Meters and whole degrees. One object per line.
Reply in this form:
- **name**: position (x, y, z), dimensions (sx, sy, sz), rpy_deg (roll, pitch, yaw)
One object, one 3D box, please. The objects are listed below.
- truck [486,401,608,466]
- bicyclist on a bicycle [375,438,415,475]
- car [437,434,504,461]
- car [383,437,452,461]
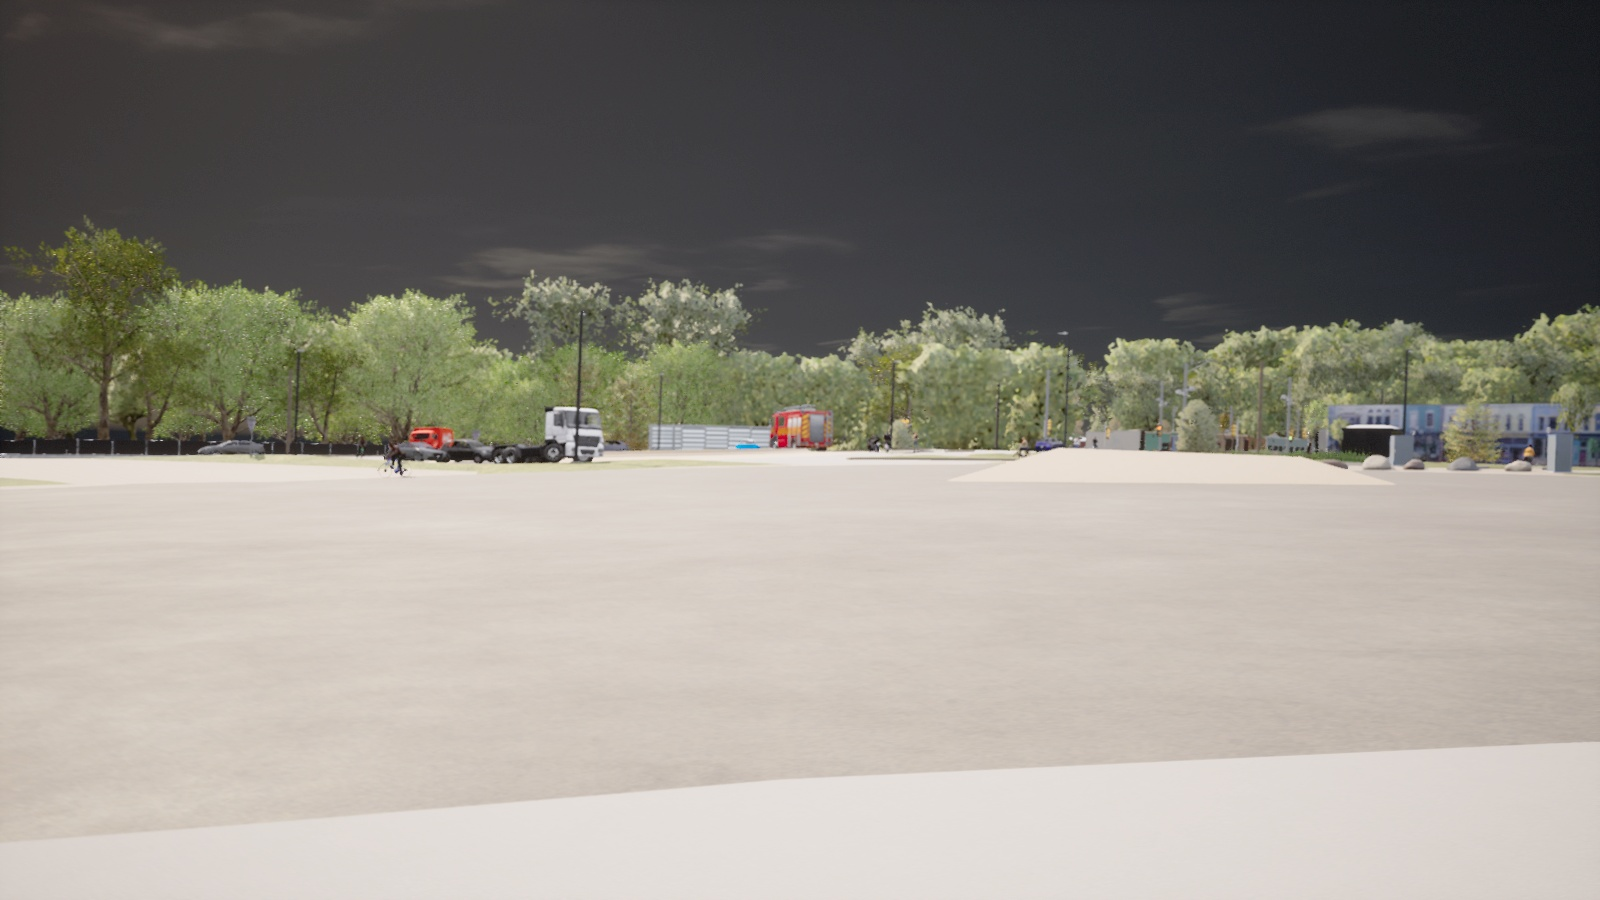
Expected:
- **truck**: position (-15.674, -0.931, 77.457), dimensions (7.936, 3.462, 2.891), rpy_deg (-3, -4, 38)
- **bicyclist on a bicycle**: position (-18.179, 0.292, 56.387), dimensions (0.582, 1.620, 1.656), rpy_deg (1, 1, 43)
- **car**: position (-22.281, -0.167, 84.843), dimensions (3.988, 1.617, 1.851), rpy_deg (1, 5, 21)
- **car**: position (-24.876, -0.052, 81.649), dimensions (4.181, 1.385, 1.994), rpy_deg (2, 0, 32)
